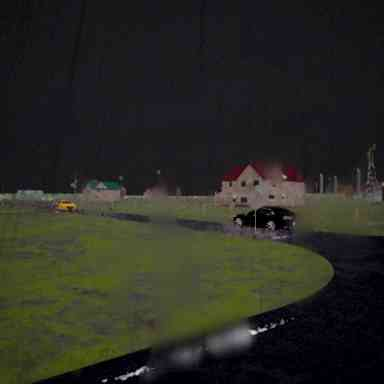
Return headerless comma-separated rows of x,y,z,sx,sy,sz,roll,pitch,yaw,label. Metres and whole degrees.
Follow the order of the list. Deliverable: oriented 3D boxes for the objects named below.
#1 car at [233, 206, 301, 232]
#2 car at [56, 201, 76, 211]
4.720,1.703,21.576,1.837,1.490,4.892,-1,0,-34,car
-18.942,2.040,49.832,1.882,1.535,5.008,2,-2,-36,car
